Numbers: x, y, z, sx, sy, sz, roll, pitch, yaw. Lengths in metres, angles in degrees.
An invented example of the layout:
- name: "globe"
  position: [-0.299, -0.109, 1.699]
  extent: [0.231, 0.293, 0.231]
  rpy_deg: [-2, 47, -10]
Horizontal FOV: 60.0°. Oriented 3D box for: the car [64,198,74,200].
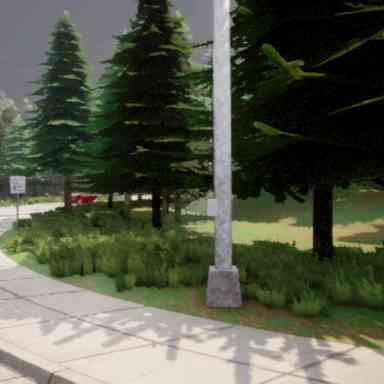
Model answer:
- name: "car"
  position: [-13.625, 0.797, 41.258]
  extent: [1.882, 1.535, 5.008]
  rpy_deg: [0, 1, 20]
